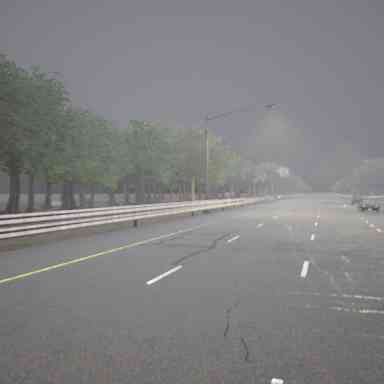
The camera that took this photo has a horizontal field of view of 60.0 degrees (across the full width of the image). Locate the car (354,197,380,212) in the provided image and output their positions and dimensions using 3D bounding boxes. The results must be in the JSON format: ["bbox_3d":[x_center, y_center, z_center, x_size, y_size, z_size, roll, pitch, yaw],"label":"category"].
[{"bbox_3d":[20.479,1.608,38.760,1.895,1.301,4.718,0,0,22],"label":"car"}]

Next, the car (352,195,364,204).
[{"bbox_3d":[31.008,1.362,61.570,2.097,1.767,4.553,0,0,32],"label":"car"}]
